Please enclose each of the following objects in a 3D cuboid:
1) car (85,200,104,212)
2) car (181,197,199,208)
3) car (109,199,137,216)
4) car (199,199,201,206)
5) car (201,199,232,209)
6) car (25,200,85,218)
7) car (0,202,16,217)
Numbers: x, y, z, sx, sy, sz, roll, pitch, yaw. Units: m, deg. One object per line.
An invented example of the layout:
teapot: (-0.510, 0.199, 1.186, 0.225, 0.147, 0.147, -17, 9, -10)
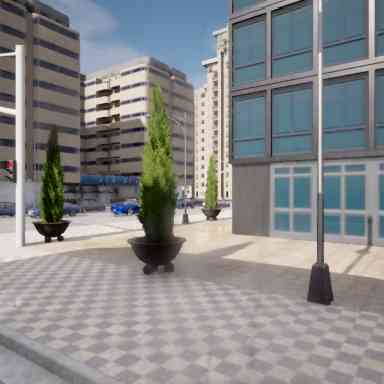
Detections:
car: (-11.806, 1.619, 37.283, 1.994, 1.385, 4.181, 0, 0, 35)
car: (-1.383, 1.581, 45.911, 1.812, 1.442, 4.674, 0, 0, 35)
car: (-5.831, 1.533, 33.275, 1.882, 1.535, 5.008, 0, 0, 35)
car: (-0.023, 1.581, 53.833, 1.812, 1.442, 4.674, 0, 0, 36)
car: (3.748, 1.656, 46.782, 1.895, 1.301, 4.718, 0, 0, 35)
car: (-12.488, 1.581, 30.236, 1.812, 1.442, 4.674, 0, 0, 35)
car: (-17.144, 1.603, 29.756, 2.033, 1.411, 5.357, 0, 0, 35)
